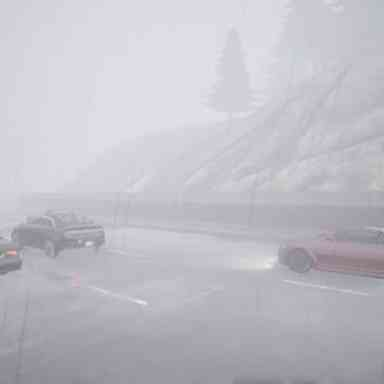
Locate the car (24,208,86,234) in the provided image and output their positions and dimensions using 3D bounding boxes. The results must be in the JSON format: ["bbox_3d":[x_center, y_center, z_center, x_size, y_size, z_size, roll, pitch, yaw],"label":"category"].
[{"bbox_3d":[-8.682,1.734,20.903,4.718,1.301,1.895,0,-1,45],"label":"car"}]

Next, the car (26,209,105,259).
[{"bbox_3d":[-5.362,1.575,13.059,4.902,1.511,2.128,0,0,41],"label":"car"}]

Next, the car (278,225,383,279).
[{"bbox_3d":[4.622,1.634,9.428,4.181,1.385,1.994,0,0,37],"label":"car"}]

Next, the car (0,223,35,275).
[{"bbox_3d":[-6.826,1.607,9.629,5.357,1.411,2.033,0,0,41],"label":"car"}]
